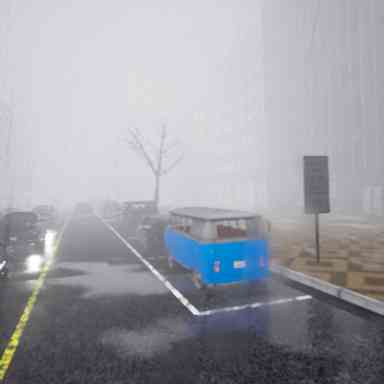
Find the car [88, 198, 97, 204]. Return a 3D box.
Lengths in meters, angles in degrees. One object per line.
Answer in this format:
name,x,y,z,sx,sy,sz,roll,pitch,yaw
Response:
car,-24.557,2.245,81.974,2.008,1.369,4.403,-2,0,-19

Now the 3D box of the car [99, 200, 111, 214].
car,-9.500,1.722,39.227,1.882,1.535,5.008,-2,0,-19

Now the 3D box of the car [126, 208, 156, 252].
car,-1.367,1.589,14.027,1.947,1.339,4.313,-1,0,-19

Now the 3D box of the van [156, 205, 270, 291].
van,0.411,1.317,8.800,1.690,1.788,3.998,-1,0,-19

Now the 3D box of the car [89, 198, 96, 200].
car,-17.422,2.040,61.067,1.947,1.339,4.313,-2,0,-19

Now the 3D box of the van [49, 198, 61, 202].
van,-30.707,2.219,74.040,1.690,1.788,3.998,-2,0,-19

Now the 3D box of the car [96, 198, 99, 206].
car,-11.761,1.786,45.852,1.882,1.535,5.008,-2,0,-19

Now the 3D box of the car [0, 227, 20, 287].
car,-5.166,1.744,7.228,1.895,1.301,4.718,-2,0,-22

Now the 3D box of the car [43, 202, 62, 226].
car,-11.537,1.807,25.919,2.128,1.511,4.902,-2,0,-19

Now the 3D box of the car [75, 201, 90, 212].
car,-15.369,2.017,46.747,1.895,1.301,4.718,-2,0,-19

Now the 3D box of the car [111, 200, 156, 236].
car,-3.157,1.386,19.254,2.192,1.841,5.009,-1,0,-19

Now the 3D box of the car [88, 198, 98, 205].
car,-22.773,2.190,76.747,2.008,1.369,4.403,-2,0,-19

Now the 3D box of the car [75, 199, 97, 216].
car,-12.056,1.870,37.181,2.033,1.411,5.357,-2,0,-19

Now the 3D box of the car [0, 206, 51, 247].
car,-8.204,1.702,16.121,1.882,1.535,5.008,-2,0,-19
